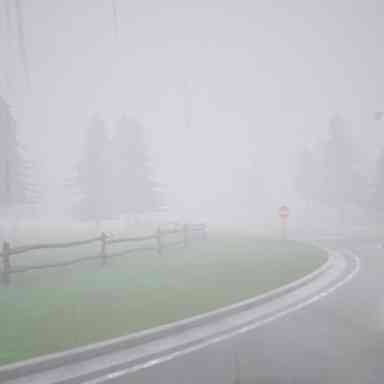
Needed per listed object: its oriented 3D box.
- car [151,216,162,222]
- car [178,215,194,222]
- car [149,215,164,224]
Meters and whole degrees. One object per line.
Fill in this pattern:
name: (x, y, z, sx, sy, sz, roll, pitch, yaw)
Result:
car: (-9.385, 7.082, 87.596, 1.812, 1.442, 4.674, -1, -4, -20)
car: (-1.057, 5.995, 74.601, 1.837, 1.490, 4.892, -1, -4, -20)
car: (-7.598, 6.115, 72.114, 2.033, 1.411, 5.357, -1, -4, -20)
